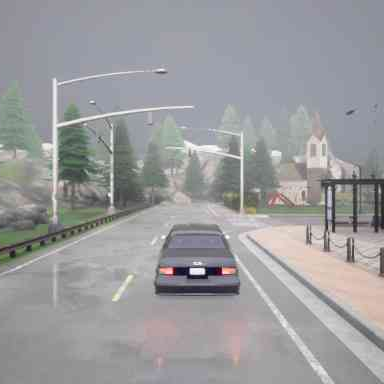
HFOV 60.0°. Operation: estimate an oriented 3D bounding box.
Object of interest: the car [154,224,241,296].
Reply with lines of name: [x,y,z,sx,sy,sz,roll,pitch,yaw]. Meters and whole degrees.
car: [0.100,1.547,8.804,2.033,1.411,5.357,0,0,0]
